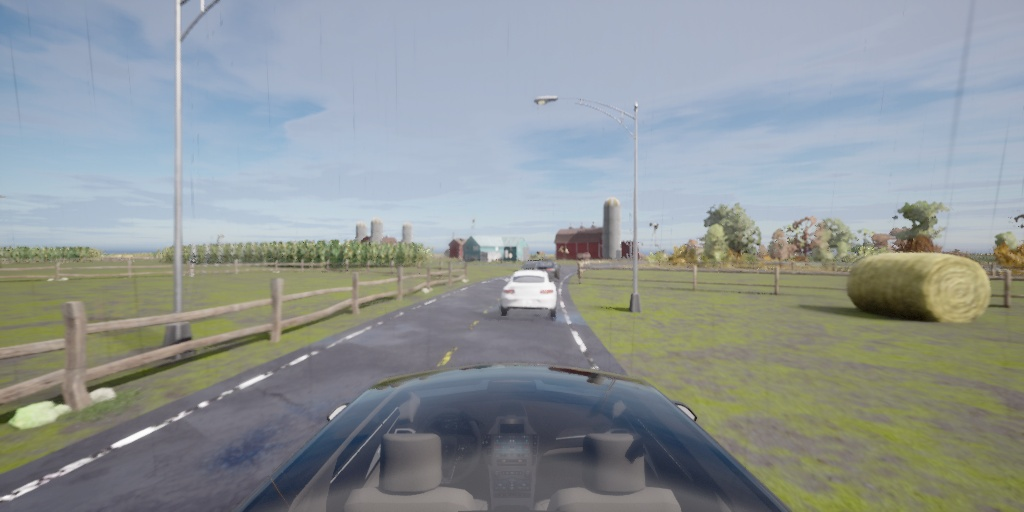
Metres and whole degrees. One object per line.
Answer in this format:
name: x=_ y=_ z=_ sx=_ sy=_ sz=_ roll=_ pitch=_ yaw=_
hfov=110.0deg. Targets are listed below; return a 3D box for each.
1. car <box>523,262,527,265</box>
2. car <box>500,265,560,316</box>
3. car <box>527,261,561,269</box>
car: x=2.230 y=1.189 z=38.631 sx=1.994 sy=1.385 sz=4.181 roll=0 pitch=0 yaw=15
car: x=0.673 y=1.235 z=13.113 sx=1.812 sy=1.442 sz=4.674 roll=0 pitch=0 yaw=5
car: x=2.763 y=1.155 z=28.089 sx=2.128 sy=1.511 sz=4.902 roll=0 pitch=0 yaw=11
